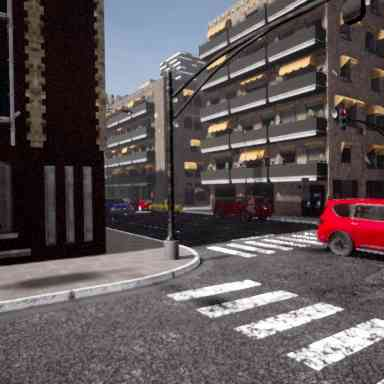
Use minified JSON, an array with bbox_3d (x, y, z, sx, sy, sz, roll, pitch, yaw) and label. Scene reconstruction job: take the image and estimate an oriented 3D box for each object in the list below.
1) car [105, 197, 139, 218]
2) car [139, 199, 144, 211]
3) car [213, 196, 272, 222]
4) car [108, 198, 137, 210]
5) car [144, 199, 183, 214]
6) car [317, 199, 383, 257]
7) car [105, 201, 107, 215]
[{"bbox_3d":[-7.063,1.366,30.683,2.097,1.767,4.553,-1,1,-35],"label":"car"},{"bbox_3d":[-5.906,1.457,38.870,1.887,1.381,4.507,-1,1,-35],"label":"car"},{"bbox_3d":[3.749,1.228,25.309,2.192,1.841,5.009,-1,1,-35],"label":"car"},{"bbox_3d":[-9.126,1.463,43.389,2.008,1.369,4.403,-1,1,-35],"label":"car"},{"bbox_3d":[-2.785,1.438,34.488,1.752,1.417,4.829,-1,1,-35],"label":"car"},{"bbox_3d":[6.938,1.294,11.023,2.150,2.045,5.566,-1,1,-35],"label":"car"},{"bbox_3d":[-9.511,1.634,29.489,1.947,1.339,4.313,-1,1,-35],"label":"car"}]
